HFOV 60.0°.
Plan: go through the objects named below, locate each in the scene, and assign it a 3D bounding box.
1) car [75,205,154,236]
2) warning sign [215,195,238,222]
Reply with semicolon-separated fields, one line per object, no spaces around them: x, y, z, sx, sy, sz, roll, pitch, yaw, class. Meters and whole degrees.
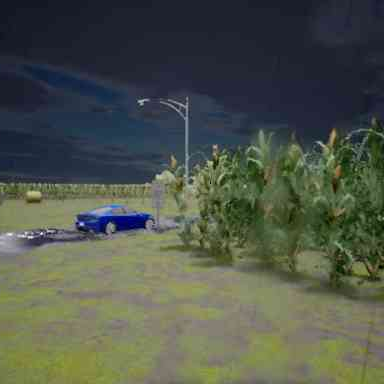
-4.207;1.505;18.949;1.882;1.535;5.008;1;0;34;car
2.520;1.194;24.539;1.300;1.860;1.060;1;1;34;warning sign
